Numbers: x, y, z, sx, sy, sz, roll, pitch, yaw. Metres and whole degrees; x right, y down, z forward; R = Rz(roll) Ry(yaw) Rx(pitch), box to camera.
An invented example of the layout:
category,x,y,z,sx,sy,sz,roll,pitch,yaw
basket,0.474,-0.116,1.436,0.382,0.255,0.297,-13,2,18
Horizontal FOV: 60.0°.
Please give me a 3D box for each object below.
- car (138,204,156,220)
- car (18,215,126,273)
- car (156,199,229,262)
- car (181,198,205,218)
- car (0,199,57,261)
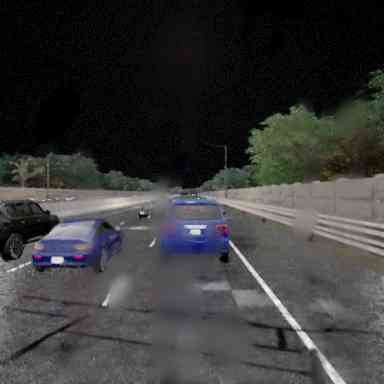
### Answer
category,x,y,z,sx,sy,sz,roll,pitch,yaw
car,-3.395,1.713,28.907,1.895,1.301,4.718,0,0,0
car,-3.411,1.564,10.714,1.812,1.442,4.674,0,0,0
car,0.102,1.268,12.420,2.150,2.045,5.566,0,0,0
car,0.106,1.476,31.821,2.097,1.767,4.553,0,0,0
car,-6.897,1.269,12.586,2.150,2.045,5.566,0,0,0
